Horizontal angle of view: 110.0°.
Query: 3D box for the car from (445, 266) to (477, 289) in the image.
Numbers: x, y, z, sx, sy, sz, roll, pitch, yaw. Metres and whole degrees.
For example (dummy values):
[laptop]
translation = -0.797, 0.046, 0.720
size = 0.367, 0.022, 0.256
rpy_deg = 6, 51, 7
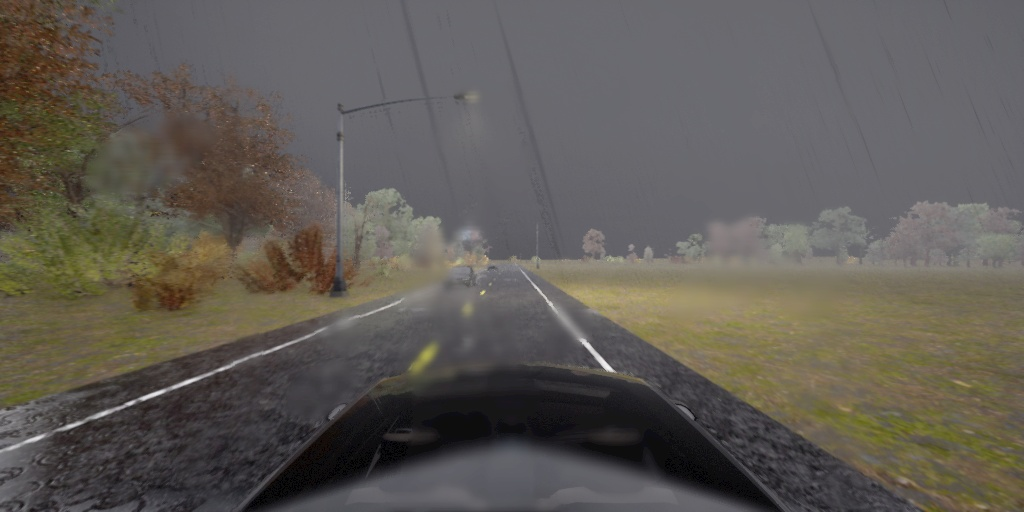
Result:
[car]
translation = -3.601, 1.513, 25.861
size = 1.837, 1.490, 4.892
rpy_deg = 0, -1, 0
